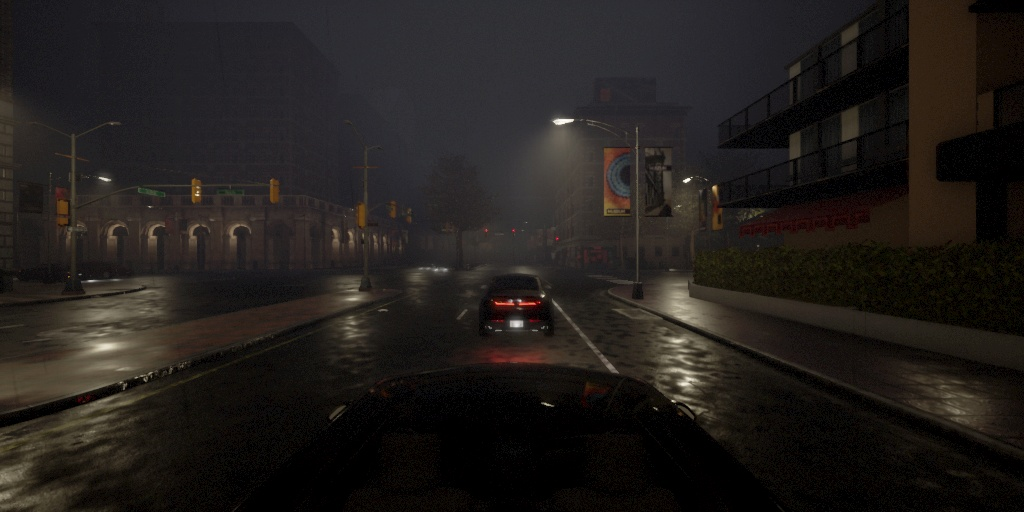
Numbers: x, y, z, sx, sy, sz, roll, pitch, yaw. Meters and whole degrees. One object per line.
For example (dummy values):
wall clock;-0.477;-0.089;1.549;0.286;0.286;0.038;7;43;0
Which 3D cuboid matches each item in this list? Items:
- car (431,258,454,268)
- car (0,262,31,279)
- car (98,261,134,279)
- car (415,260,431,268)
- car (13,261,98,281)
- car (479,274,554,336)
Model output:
car;-11.304;1.351;58.615;1.895;1.301;4.718;0;0;0
car;-47.094;1.276;32.479;4.674;1.442;1.812;0;0;1
car;-37.257;1.228;32.445;5.008;1.535;1.882;0;0;0
car;-14.772;1.313;61.932;1.994;1.385;4.181;0;0;1
car;-36.857;1.314;28.945;4.181;1.385;1.994;0;0;0
car;0.117;1.255;10.360;1.837;1.490;4.892;0;0;0
